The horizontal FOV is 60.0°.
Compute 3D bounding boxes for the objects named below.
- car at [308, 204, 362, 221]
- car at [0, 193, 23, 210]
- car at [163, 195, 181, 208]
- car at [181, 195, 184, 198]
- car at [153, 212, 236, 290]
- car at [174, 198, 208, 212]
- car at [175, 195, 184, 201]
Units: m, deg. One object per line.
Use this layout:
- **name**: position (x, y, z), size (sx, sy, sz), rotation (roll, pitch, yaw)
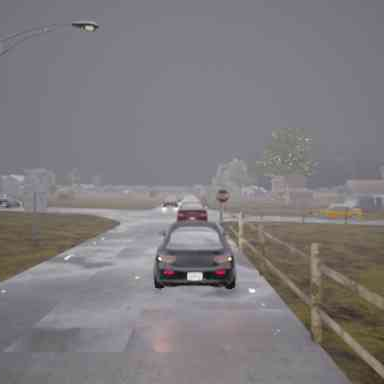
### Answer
- **car**: position (14.199, 1.976, 33.136), size (5.008, 1.535, 1.882), rotation (2, 0, 0)
- **car**: position (-17.870, 0.751, 30.046), size (4.902, 1.511, 2.128), rotation (2, 0, 0)
- **car**: position (-2.961, 1.331, 46.718), size (1.882, 1.535, 5.008), rotation (0, 0, -1)
- **car**: position (-2.977, 1.319, 63.914), size (1.837, 1.490, 4.892), rotation (0, 0, 0)
- **car**: position (0.065, 1.488, 8.860), size (1.812, 1.442, 4.674), rotation (0, 0, 0)
- **car**: position (0.018, 1.399, 22.163), size (1.882, 1.535, 5.008), rotation (0, 0, 0)
- **car**: position (-2.987, 1.313, 78.592), size (1.994, 1.385, 4.181), rotation (0, 0, 0)
